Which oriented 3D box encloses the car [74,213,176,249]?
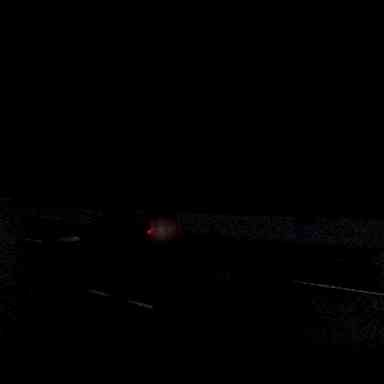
[{"bbox_3d":[-3.202,1.668,15.244,5.357,1.411,2.033,-1,0,39],"label":"car"}]
